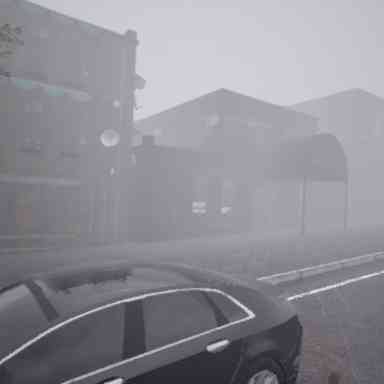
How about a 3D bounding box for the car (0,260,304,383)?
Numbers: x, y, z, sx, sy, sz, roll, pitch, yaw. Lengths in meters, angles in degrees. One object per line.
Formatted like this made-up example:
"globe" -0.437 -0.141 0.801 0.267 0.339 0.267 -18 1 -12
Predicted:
"car" -1.033 1.506 2.947 4.892 1.490 1.837 0 0 -35
